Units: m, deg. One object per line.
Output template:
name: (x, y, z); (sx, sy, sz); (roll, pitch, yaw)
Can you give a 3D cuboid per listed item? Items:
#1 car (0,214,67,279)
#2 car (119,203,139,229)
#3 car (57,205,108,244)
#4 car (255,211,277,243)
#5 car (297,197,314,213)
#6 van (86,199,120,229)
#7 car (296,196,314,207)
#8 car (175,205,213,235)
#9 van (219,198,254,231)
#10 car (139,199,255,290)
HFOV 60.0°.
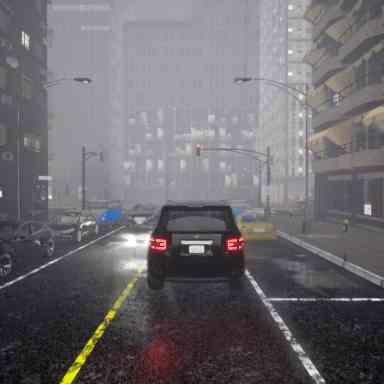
car: (-5.669, 1.563, 10.030); (1.947, 1.339, 4.313); (-1, 0, 0)
car: (-3.024, 1.487, 21.579); (2.128, 1.511, 4.902); (0, 0, 0)
car: (-5.652, 1.547, 15.632); (2.008, 1.369, 4.403); (-1, 0, 0)
car: (2.728, 1.522, 15.748); (1.752, 1.417, 4.829); (-1, 0, 0)
car: (14.928, 1.582, 37.875); (4.674, 1.442, 1.812); (0, 1, -1)
van: (-5.638, 1.336, 21.234); (1.690, 1.788, 3.998); (-1, 0, 0)
car: (15.362, 1.337, 40.471); (5.009, 1.841, 2.192); (0, 1, 1)
car: (0.126, 1.560, 19.525); (1.994, 1.385, 4.181); (0, 0, 1)
van: (2.742, 1.336, 21.179); (1.690, 1.788, 3.998); (-1, 0, 0)
car: (0.107, 1.219, 9.230); (2.150, 2.045, 5.566); (0, 0, 0)
